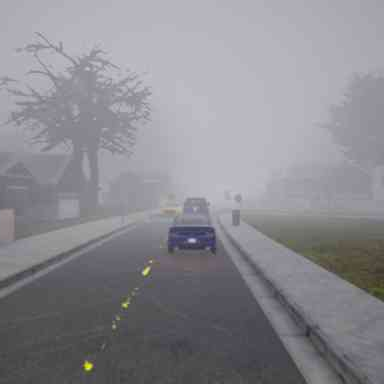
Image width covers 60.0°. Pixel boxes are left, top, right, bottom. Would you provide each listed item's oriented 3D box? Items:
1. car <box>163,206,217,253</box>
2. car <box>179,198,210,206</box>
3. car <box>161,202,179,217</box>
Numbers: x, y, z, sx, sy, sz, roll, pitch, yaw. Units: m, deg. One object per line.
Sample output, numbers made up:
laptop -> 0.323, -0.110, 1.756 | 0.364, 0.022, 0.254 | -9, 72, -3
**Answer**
car -> 0.027, 1.614, 14.478 | 1.882, 1.535, 5.008 | 0, 0, 1
car -> 0.397, 1.491, 28.945 | 2.150, 2.045, 5.566 | 0, 0, 3
car -> -2.002, 1.813, 35.135 | 1.882, 1.535, 5.008 | 0, -1, 4
